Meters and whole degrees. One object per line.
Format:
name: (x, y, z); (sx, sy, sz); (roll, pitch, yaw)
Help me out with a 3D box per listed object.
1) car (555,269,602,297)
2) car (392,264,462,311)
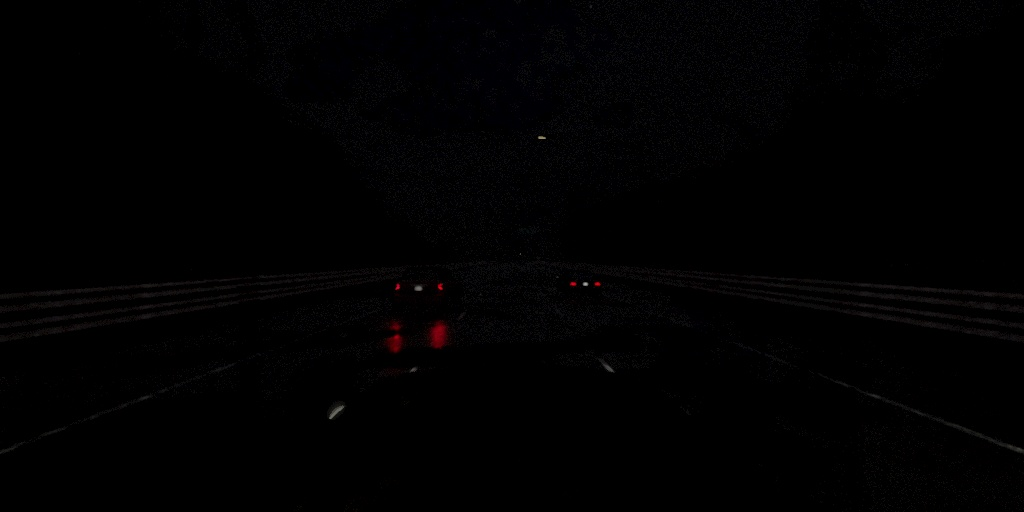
car: (3.602, 1.455, 20.066); (2.033, 1.411, 5.357); (0, 0, 0)
car: (-3.398, 1.216, 15.161); (2.097, 1.767, 4.553); (0, -1, 0)
